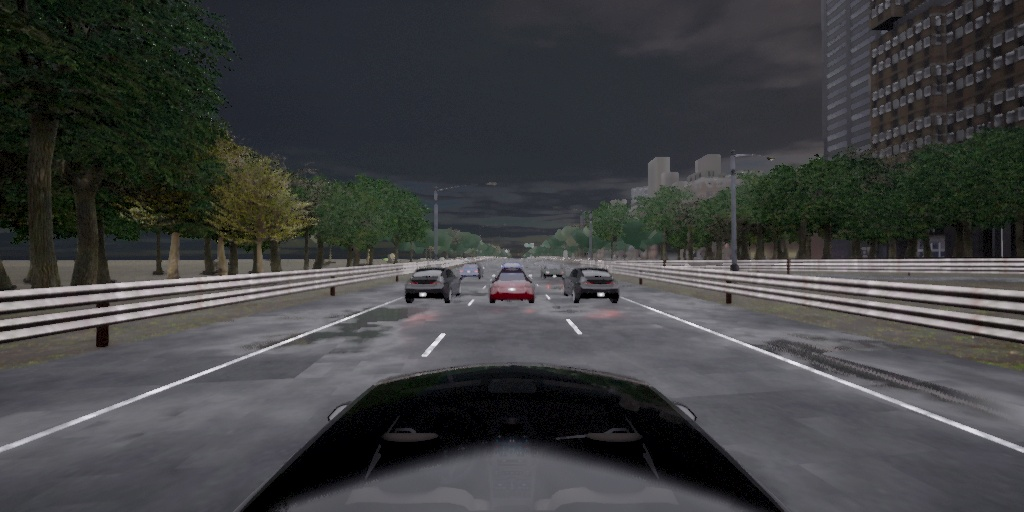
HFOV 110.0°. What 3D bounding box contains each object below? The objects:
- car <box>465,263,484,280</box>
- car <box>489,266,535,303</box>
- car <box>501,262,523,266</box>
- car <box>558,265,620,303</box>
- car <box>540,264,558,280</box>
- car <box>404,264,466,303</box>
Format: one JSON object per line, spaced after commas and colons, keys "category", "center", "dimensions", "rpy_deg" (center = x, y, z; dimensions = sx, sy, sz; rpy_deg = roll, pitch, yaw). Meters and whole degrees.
{"category": "car", "center": [-3.500, 1.309, 31.500], "dimensions": [2.033, 1.411, 5.357], "rpy_deg": [0, 0, 0]}
{"category": "car", "center": [0.000, 1.322, 16.500], "dimensions": [1.994, 1.385, 4.181], "rpy_deg": [0, 0, 0]}
{"category": "car", "center": [0.000, 1.231, 31.499], "dimensions": [1.882, 1.535, 5.008], "rpy_deg": [0, 0, 0]}
{"category": "car", "center": [3.500, 1.267, 16.500], "dimensions": [1.837, 1.490, 4.892], "rpy_deg": [0, 0, 0]}
{"category": "car", "center": [3.500, 1.362, 31.530], "dimensions": [1.895, 1.301, 4.718], "rpy_deg": [0, 0, 0]}
{"category": "car", "center": [-3.500, 1.266, 16.500], "dimensions": [1.837, 1.490, 4.892], "rpy_deg": [0, 0, 0]}
